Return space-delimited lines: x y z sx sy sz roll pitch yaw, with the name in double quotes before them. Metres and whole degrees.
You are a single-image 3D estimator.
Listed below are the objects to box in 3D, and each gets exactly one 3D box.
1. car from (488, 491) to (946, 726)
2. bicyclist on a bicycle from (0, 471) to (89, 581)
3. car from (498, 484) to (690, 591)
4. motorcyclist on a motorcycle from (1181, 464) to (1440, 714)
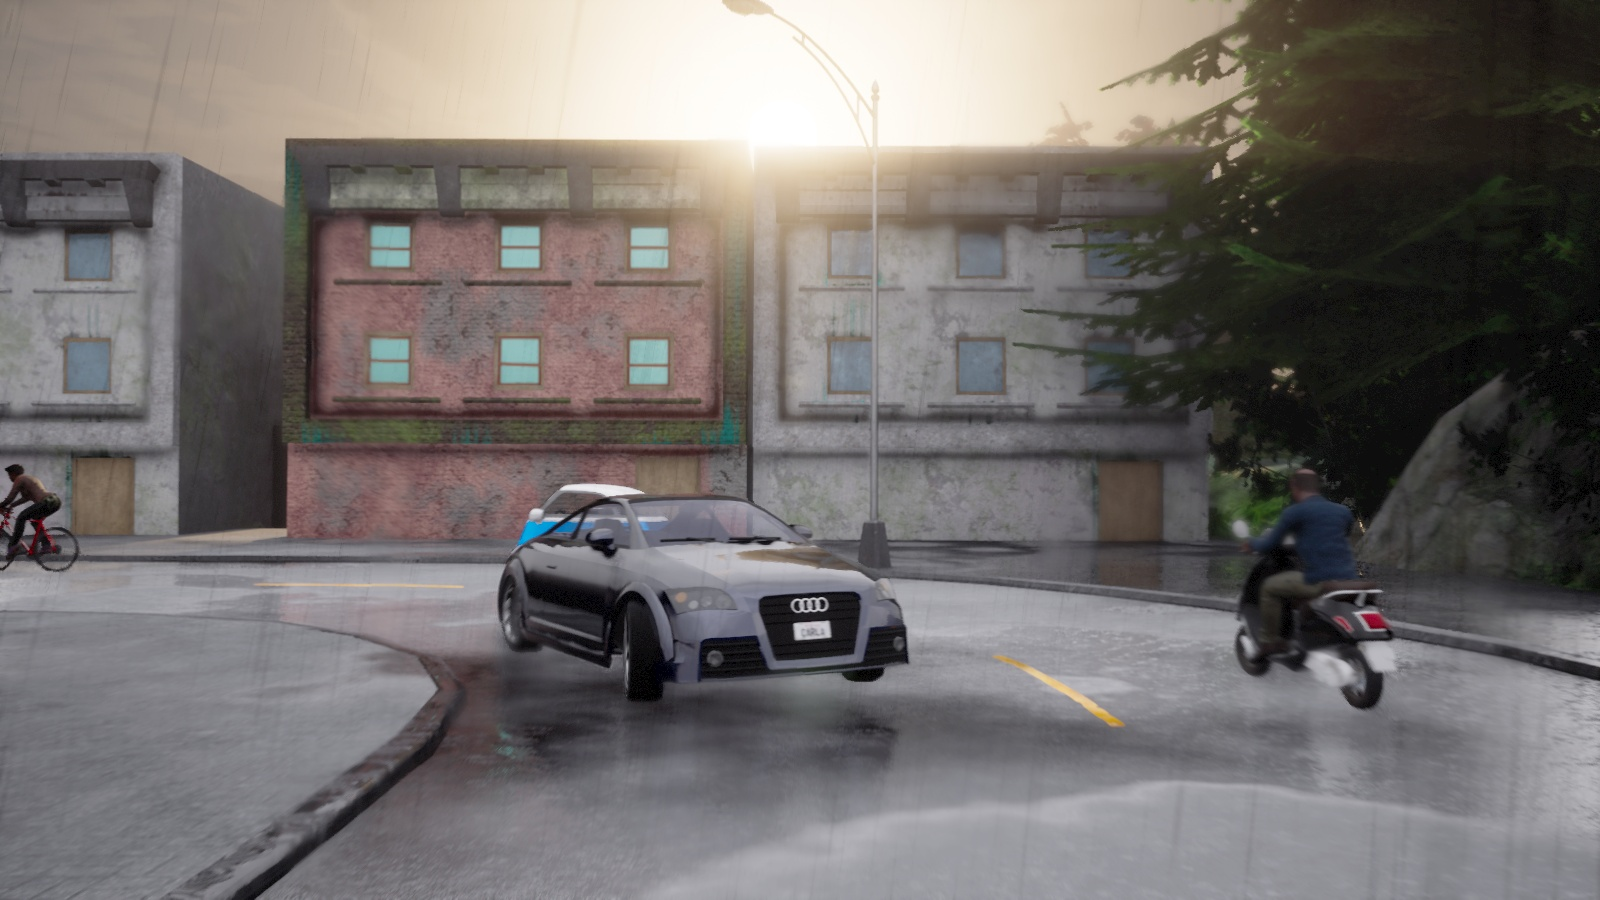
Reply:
"car" -0.903 1.052 10.070 1.994 1.385 4.181 0 -1 -30
"bicyclist on a bicycle" -11.696 1.131 18.921 1.656 1.620 0.582 -1 -1 1
"car" -2.891 1.179 17.651 2.207 1.376 1.481 0 -1 28
"motorcyclist on a motorcycle" 3.587 0.906 9.036 0.866 1.590 1.817 -1 -1 -10
